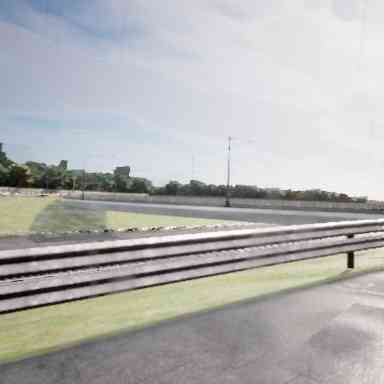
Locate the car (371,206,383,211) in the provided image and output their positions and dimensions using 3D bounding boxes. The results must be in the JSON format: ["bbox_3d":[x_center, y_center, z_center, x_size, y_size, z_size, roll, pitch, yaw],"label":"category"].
[{"bbox_3d":[25.421,2.155,42.732,4.181,1.385,1.994,1,-1,21],"label":"car"}]
